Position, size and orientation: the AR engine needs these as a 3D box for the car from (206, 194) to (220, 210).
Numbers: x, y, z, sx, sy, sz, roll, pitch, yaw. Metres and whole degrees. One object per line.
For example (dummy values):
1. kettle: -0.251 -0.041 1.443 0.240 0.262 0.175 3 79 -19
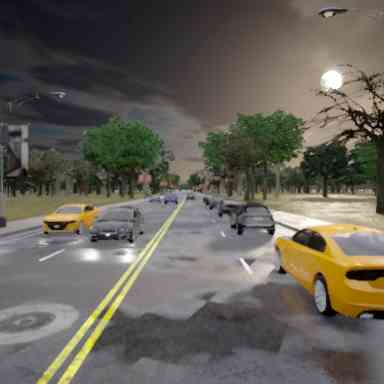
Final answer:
1. car: 3.150 1.201 40.440 2.097 1.767 4.553 0 0 0

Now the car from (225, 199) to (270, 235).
1. car: 3.225 1.362 18.459 2.033 1.649 4.856 0 0 0

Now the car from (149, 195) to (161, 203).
1. car: -6.742 1.297 61.389 1.812 1.442 4.674 0 0 0

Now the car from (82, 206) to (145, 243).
1. car: -3.370 1.445 15.737 1.837 1.490 4.892 0 0 0

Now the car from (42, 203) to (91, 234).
1. car: -6.627 1.407 18.752 1.882 1.535 5.008 0 0 0

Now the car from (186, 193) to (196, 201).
1. car: -0.285 0.960 71.423 2.097 1.767 4.553 0 0 0

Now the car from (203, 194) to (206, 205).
1. car: 3.094 1.312 51.506 2.163 1.488 4.792 0 0 0

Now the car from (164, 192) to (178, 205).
1. car: -3.488 1.013 55.943 2.150 2.045 5.566 0 0 0

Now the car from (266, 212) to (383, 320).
1. car: 3.244 1.449 7.454 1.882 1.535 5.008 0 0 0

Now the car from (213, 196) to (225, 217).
1. car: 3.194 1.394 29.465 1.837 1.490 4.892 0 0 0

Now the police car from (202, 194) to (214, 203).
1. police car: 3.025 1.192 62.590 1.930 1.638 5.238 0 0 0
